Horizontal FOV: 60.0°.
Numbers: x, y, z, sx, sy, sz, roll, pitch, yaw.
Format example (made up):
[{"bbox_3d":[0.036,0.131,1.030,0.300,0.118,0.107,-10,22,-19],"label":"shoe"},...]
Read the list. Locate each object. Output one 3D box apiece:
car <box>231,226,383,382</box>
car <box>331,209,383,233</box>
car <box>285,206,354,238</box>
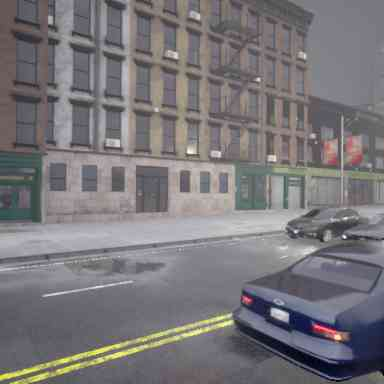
[{"bbox_3d":[3.145,1.542,5.467,5.357,1.411,2.033,0,0,-34],"label":"car"},{"bbox_3d":[7.998,1.503,12.895,5.357,1.411,2.033,0,0,-34],"label":"car"},{"bbox_3d":[6.517,1.458,15.816,4.892,1.490,1.837,0,0,-34],"label":"car"}]
